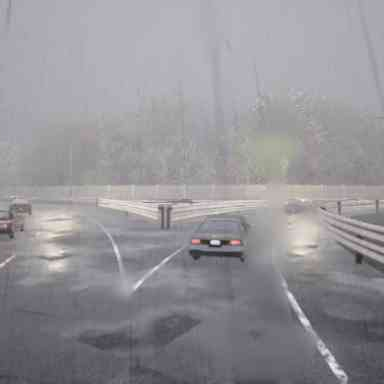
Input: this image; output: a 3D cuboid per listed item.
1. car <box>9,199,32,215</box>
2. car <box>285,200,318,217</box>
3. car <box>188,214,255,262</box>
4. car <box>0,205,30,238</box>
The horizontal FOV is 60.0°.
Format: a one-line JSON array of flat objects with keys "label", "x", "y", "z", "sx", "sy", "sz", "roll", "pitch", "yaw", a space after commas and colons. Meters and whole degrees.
[{"label": "car", "x": -16.713, "y": 1.421, "z": 32.461, "sx": 1.882, "sy": 1.535, "sz": 5.008, "roll": 0, "pitch": 0, "yaw": -28}, {"label": "car", "x": 10.161, "y": 1.446, "z": 30.327, "sx": 2.128, "sy": 1.511, "sz": 4.902, "roll": 0, "pitch": 0, "yaw": 38}, {"label": "car", "x": 1.254, "y": 1.528, "z": 12.223, "sx": 2.033, "sy": 1.411, "sz": 5.357, "roll": 0, "pitch": 0, "yaw": 13}, {"label": "car", "x": -9.748, "y": 1.571, "z": 16.888, "sx": 1.895, "sy": 1.301, "sz": 4.718, "roll": 0, "pitch": 0, "yaw": -19}]
